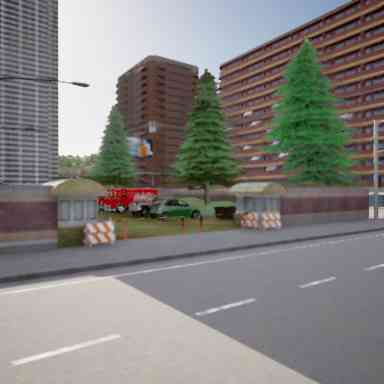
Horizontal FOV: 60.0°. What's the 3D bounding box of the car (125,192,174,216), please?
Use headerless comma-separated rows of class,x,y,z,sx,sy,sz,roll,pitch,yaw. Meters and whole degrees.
car,-3.295,1.165,29.961,4.605,1.855,1.932,0,0,-35

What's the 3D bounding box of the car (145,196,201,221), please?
car,-1.262,1.334,25.915,3.988,1.617,1.851,0,0,-35
